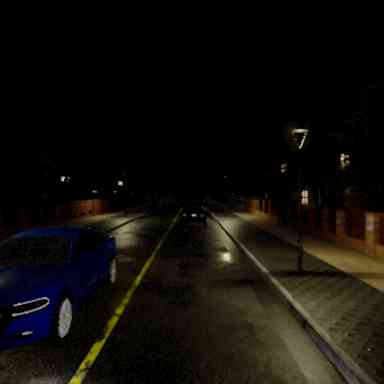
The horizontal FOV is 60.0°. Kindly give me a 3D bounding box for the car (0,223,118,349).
[{"bbox_3d":[-2.846,1.476,6.663,1.882,1.535,5.008,0,0,0],"label":"car"}]

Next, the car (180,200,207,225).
[{"bbox_3d":[0.108,1.550,24.048,2.033,1.411,5.357,0,0,0],"label":"car"}]
